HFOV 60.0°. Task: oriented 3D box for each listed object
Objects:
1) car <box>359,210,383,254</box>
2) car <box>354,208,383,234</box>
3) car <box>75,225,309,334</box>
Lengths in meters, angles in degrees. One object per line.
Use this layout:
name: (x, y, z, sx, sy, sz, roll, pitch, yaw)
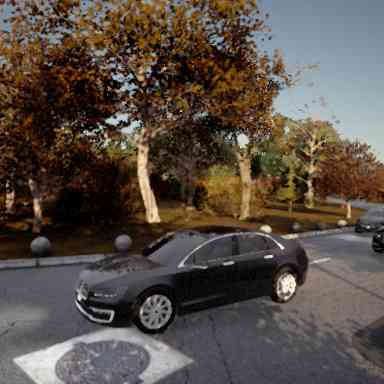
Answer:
car: (8.707, 1.603, 12.867, 4.902, 1.511, 2.128, 1, 0, -41)
car: (11.120, 1.684, 19.275, 4.892, 1.490, 1.837, 2, 0, -43)
car: (0.234, 1.465, 6.679, 4.892, 1.490, 1.837, 0, 1, -32)
